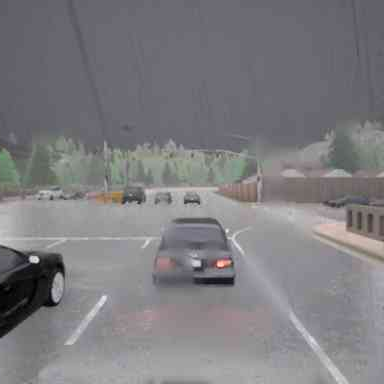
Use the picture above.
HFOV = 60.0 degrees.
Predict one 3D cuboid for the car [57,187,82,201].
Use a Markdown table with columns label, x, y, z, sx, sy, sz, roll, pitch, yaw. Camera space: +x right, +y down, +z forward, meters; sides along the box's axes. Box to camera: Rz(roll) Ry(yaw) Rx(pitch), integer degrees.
| label | x | y | z | sx | sy | sz | roll | pitch | yaw |
| --- | --- | --- | --- | --- | --- | --- | --- | --- | --- |
| car | -17.706 | 0.484 | 49.669 | 2.128 | 1.511 | 4.902 | 0 | 1 | 0 |

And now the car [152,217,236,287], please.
| label | x | y | z | sx | sy | sz | roll | pitch | yaw |
| --- | --- | --- | --- | --- | --- | --- | --- | --- | --- |
| car | 0.089 | 1.396 | 9.026 | 2.033 | 1.411 | 5.357 | 0 | 1 | 1 |

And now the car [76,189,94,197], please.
| label | x | y | z | sx | sy | sz | roll | pitch | yaw |
| --- | --- | --- | --- | --- | --- | --- | --- | --- | --- |
| car | -21.163 | 0.151 | 65.950 | 1.837 | 1.490 | 4.892 | 0 | 1 | 0 |

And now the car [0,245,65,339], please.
| label | x | y | z | sx | sy | sz | roll | pitch | yaw |
| --- | --- | --- | --- | --- | --- | --- | --- | --- | --- |
| car | -3.453 | 1.410 | 4.654 | 1.882 | 1.535 | 5.008 | 0 | 1 | 0 |

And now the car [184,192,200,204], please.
| label | x | y | z | sx | sy | sz | roll | pitch | yaw |
| --- | --- | --- | --- | --- | --- | --- | --- | --- | --- |
| car | -0.003 | 0.721 | 41.881 | 1.994 | 1.385 | 4.181 | 0 | 1 | 0 |

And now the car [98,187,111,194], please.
| label | x | y | z | sx | sy | sz | roll | pitch | yaw |
| --- | --- | --- | --- | --- | --- | --- | --- | --- | --- |
| car | -21.199 | -0.316 | 80.678 | 1.882 | 1.535 | 5.008 | 0 | 1 | 0 |

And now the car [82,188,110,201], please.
| label | x | y | z | sx | sy | sz | roll | pitch | yaw |
| --- | --- | --- | --- | --- | --- | --- | --- | --- | --- |
| car | -14.203 | 0.351 | 49.325 | 2.097 | 1.767 | 4.553 | 0 | 1 | 0 |

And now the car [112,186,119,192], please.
| label | x | y | z | sx | sy | sz | roll | pitch | yaw |
| --- | --- | --- | --- | --- | --- | --- | --- | --- | --- |
| car | -14.176 | -0.123 | 65.642 | 2.150 | 2.045 | 5.566 | 0 | 1 | 0 |

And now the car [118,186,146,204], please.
| label | x | y | z | sx | sy | sz | roll | pitch | yaw |
| --- | --- | --- | --- | --- | --- | --- | --- | --- | --- |
| car | -6.999 | 0.408 | 40.473 | 2.150 | 2.045 | 5.566 | 0 | 1 | 0 |

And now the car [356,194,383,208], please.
| label | x | y | z | sx | sy | sz | roll | pitch | yaw |
| --- | --- | --- | --- | --- | --- | --- | --- | --- | --- |
| car | 17.801 | 0.973 | 29.169 | 5.357 | 1.411 | 2.033 | 0 | 1 | 2 |

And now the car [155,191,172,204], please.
| label | x | y | z | sx | sy | sz | roll | pitch | yaw |
| --- | --- | --- | --- | --- | --- | --- | --- | --- | --- |
| car | -3.501 | 0.659 | 41.367 | 2.128 | 1.511 | 4.902 | 0 | 1 | 0 |

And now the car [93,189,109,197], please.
| label | x | y | z | sx | sy | sz | roll | pitch | yaw |
| --- | --- | --- | --- | --- | --- | --- | --- | --- | --- |
| car | -17.674 | 0.197 | 64.909 | 1.812 | 1.442 | 4.674 | 0 | 1 | 0 |

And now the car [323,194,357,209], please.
| label | x | y | z | sx | sy | sz | roll | pitch | yaw |
| --- | --- | --- | --- | --- | --- | --- | --- | --- | --- |
| car | 15.821 | 0.898 | 32.737 | 5.357 | 1.411 | 2.033 | 0 | 1 | 2 |

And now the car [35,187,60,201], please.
| label | x | y | z | sx | sy | sz | roll | pitch | yaw |
| --- | --- | --- | --- | --- | --- | --- | --- | --- | --- |
| car | -21.201 | 0.214 | 49.664 | 2.150 | 2.045 | 5.566 | 0 | 1 | 0 |

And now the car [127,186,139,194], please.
| label | x | y | z | sx | sy | sz | roll | pitch | yaw |
| --- | --- | --- | --- | --- | --- | --- | --- | --- | --- |
| car | -14.199 | -0.456 | 80.868 | 2.097 | 1.767 | 4.553 | 0 | 1 | 0 |

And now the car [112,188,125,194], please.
| label | x | y | z | sx | sy | sz | roll | pitch | yaw |
| --- | --- | --- | --- | --- | --- | --- | --- | --- | --- |
| car | -17.699 | -0.232 | 80.492 | 2.033 | 1.411 | 5.357 | 0 | 1 | 0 |
